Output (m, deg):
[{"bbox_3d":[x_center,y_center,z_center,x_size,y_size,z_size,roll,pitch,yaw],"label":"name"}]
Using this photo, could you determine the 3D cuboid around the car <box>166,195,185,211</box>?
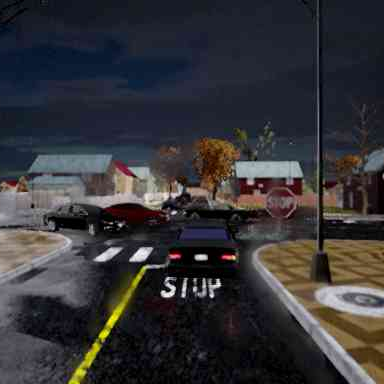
[{"bbox_3d":[-2.396,1.426,39.953,2.033,1.411,5.357,0,0,4],"label":"car"}]

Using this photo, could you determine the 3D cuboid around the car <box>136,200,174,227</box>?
[{"bbox_3d":[-3.812,1.410,21.630,4.674,1.442,1.812,1,0,8],"label":"car"}]

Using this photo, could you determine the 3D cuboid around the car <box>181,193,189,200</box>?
[{"bbox_3d":[-1.902,1.359,52.259,1.837,1.490,4.892,0,0,2],"label":"car"}]

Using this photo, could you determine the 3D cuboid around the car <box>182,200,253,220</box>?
[{"bbox_3d":[1.848,1.532,24.337,4.718,1.301,1.895,1,0,8],"label":"car"}]

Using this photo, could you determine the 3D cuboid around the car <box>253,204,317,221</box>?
[{"bbox_3d":[7.306,1.582,26.884,5.357,1.411,2.033,1,0,8],"label":"car"}]

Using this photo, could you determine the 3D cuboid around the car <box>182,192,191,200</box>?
[{"bbox_3d":[-1.274,1.056,67.724,2.150,2.045,5.566,0,0,2],"label":"car"}]

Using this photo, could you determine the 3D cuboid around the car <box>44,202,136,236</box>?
[{"bbox_3d":[-5.563,1.359,17.288,4.892,1.490,1.837,1,-2,29],"label":"car"}]

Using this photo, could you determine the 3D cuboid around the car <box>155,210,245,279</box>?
[{"bbox_3d":[0.432,1.512,9.977,2.033,1.411,5.357,0,0,5],"label":"car"}]
